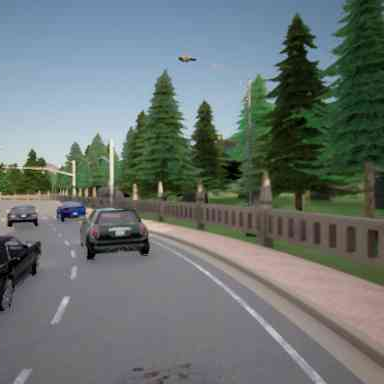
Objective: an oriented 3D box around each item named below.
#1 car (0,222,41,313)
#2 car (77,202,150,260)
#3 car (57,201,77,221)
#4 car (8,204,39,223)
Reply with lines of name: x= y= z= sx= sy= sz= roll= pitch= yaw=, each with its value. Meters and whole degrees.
car: x=-4.718 y=1.625 z=7.414 sx=1.895 sy=1.301 sz=4.718 roll=-1 pitch=0 yaw=-15
car: x=-3.120 y=1.350 z=12.841 sx=2.097 sy=1.767 sz=4.553 roll=-1 pitch=0 yaw=-21
car: x=-9.984 y=1.501 z=27.440 sx=1.882 sy=1.535 sz=5.008 roll=-1 pitch=0 yaw=-27
car: x=-12.021 y=1.597 z=23.772 sx=2.033 sy=1.411 sz=5.357 roll=-1 pitch=0 yaw=-27
